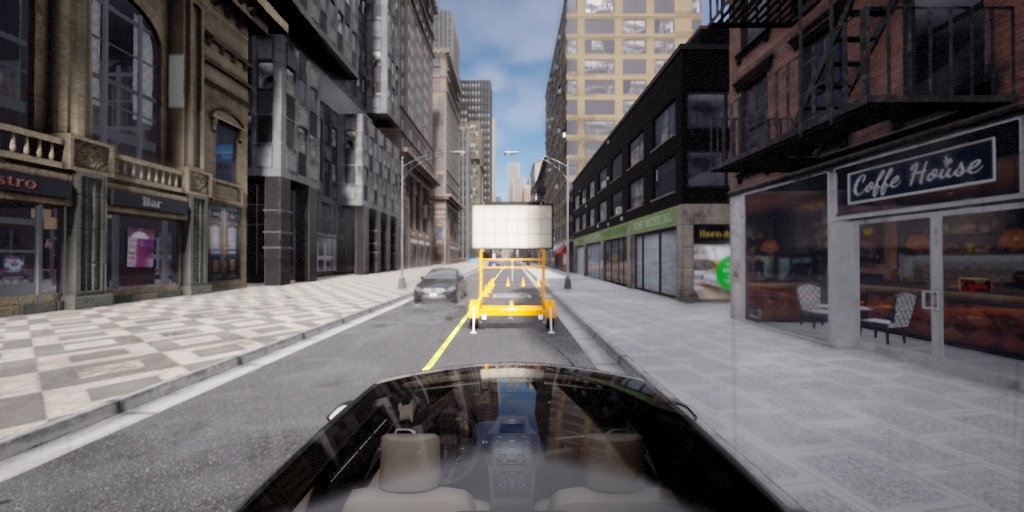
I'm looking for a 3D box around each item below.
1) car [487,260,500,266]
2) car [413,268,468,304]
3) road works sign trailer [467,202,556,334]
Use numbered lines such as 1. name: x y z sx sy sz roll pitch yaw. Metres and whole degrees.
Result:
1. car: -3.044 1.319 60.499 1.812 1.442 4.674 0 0 0
2. car: -3.094 1.269 16.410 1.812 1.442 4.674 0 0 0
3. road works sign trailer: 0.011 0.210 10.614 2.380 3.560 2.880 0 0 0
